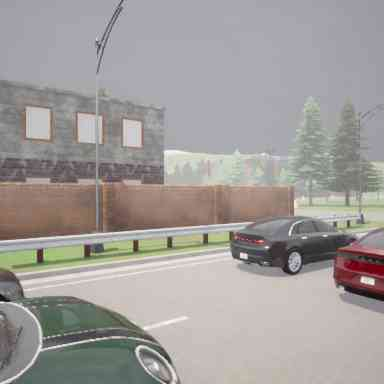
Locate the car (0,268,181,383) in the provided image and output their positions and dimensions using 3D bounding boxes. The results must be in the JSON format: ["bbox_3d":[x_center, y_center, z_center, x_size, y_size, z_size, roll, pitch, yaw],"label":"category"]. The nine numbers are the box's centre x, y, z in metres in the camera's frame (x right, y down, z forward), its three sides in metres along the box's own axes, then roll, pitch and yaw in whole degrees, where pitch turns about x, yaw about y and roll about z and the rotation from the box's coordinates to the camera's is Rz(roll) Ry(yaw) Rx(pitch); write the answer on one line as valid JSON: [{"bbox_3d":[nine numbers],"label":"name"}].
[{"bbox_3d":[-2.258,1.352,2.136,4.553,1.767,2.097,0,0,-35],"label":"car"}]

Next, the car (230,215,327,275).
[{"bbox_3d":[3.400,1.505,10.515,4.892,1.490,1.837,0,0,-35],"label":"car"}]

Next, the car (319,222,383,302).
[{"bbox_3d":[5.258,1.478,7.543,5.008,1.535,1.882,0,0,-35],"label":"car"}]

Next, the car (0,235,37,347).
[{"bbox_3d":[-4.673,1.564,4.712,4.181,1.385,1.994,0,0,-36],"label":"car"}]
